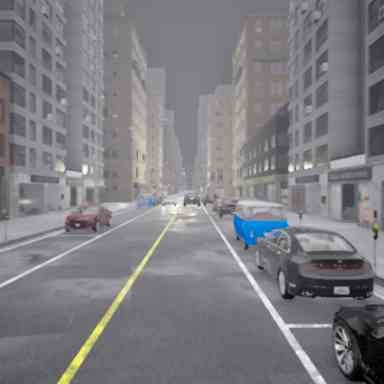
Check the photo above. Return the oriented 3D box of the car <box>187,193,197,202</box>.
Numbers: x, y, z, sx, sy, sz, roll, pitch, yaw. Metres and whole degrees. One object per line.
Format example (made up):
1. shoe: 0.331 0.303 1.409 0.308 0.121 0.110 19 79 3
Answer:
1. car: -0.020 1.017 61.442 1.812 1.442 4.674 0 0 0

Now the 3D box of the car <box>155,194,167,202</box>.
1. car: -5.876 1.167 63.962 1.887 1.381 4.507 0 0 0

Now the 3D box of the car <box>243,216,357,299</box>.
1. car: 2.667 1.509 8.118 2.008 1.369 4.403 0 0 0

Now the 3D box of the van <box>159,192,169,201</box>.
1. van: -5.878 0.928 69.546 1.690 1.788 3.998 0 0 0

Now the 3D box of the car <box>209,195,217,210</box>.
1. car: 3.137 1.325 35.600 1.812 1.442 4.674 0 0 0

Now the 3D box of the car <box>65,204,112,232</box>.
1. car: -5.862 1.440 19.274 1.887 1.381 4.507 0 0 0

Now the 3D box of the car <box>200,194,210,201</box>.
1. car: 2.647 1.169 69.552 1.802 1.307 4.206 0 0 0

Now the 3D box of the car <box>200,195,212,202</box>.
1. car: 2.649 1.188 63.967 1.947 1.339 4.313 0 0 0

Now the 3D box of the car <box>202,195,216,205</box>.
1. car: 2.652 1.244 52.798 2.008 1.369 4.403 0 0 0

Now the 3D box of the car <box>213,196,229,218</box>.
1. car: 3.136 1.345 28.600 1.837 1.490 4.892 0 0 0

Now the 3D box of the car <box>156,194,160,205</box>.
1. car: -5.871 1.293 47.204 1.947 1.339 4.313 0 0 0

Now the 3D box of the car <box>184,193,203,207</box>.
1. car: -0.013 0.953 44.625 2.097 1.767 4.553 0 0 0

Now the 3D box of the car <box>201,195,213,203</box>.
1. car: 2.651 1.224 58.382 1.947 1.339 4.313 0 0 0

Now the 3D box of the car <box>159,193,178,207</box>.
1. car: -3.090 1.260 46.066 1.812 1.442 4.674 0 0 0

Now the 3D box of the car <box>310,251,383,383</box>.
1. car: 2.669 1.553 2.532 1.947 1.339 4.313 0 0 0

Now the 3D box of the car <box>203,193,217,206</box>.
1. car: 2.655 1.043 47.211 2.192 1.841 5.009 0 0 0

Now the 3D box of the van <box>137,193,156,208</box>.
1. van: -5.869 1.103 41.617 1.690 1.788 3.998 0 0 0

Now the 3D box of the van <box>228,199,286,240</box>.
1. van: 2.666 1.269 13.702 1.690 1.788 3.998 0 0 0
